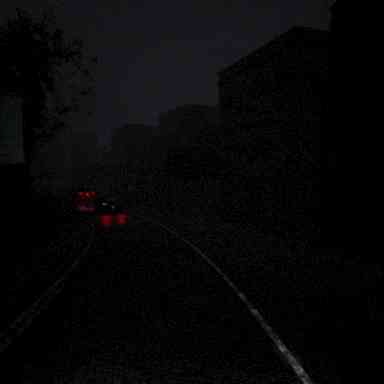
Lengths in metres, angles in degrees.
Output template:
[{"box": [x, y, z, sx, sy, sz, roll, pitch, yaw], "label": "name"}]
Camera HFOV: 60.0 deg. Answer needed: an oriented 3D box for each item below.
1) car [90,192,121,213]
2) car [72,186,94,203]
[{"box": [-7.933, 1.093, 31.201, 1.812, 1.442, 4.674, -2, 3, -26], "label": "car"}, {"box": [-13.852, 0.201, 42.343, 2.150, 2.045, 5.566, -2, 4, -28], "label": "car"}]
